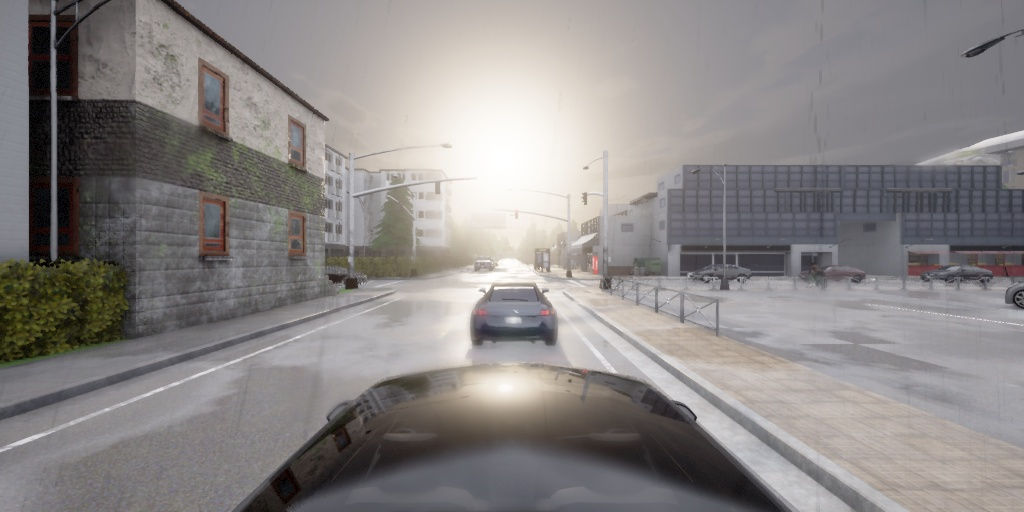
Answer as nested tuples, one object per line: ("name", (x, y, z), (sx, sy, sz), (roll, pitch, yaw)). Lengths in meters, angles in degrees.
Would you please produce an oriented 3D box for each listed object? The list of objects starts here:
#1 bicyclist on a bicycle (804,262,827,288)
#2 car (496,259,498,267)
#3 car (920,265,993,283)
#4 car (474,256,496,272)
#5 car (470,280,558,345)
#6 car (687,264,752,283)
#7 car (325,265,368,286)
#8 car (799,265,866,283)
("bicyclist on a bicycle", (18.692, 1.227, 22.092), (0.582, 1.620, 1.656), (0, 0, 0))
("car", (-3.647, 1.351, 56.983), (1.895, 1.301, 4.718), (0, 0, 0))
("car", (36.712, 1.452, 29.617), (4.674, 1.442, 1.812), (0, 0, 0))
("car", (-3.647, 0.972, 47.090), (2.150, 2.045, 5.566), (0, 0, 0))
("car", (0.054, 1.314, 9.473), (1.994, 1.385, 4.181), (0, 0, 0))
("car", (17.037, 1.417, 29.569), (4.902, 1.511, 2.128), (0, 0, 0))
("car", (-12.954, 1.417, 25.758), (4.902, 1.511, 2.128), (0, 0, 0))
("car", (26.402, 1.452, 29.597), (4.674, 1.442, 1.812), (0, 0, 0))
